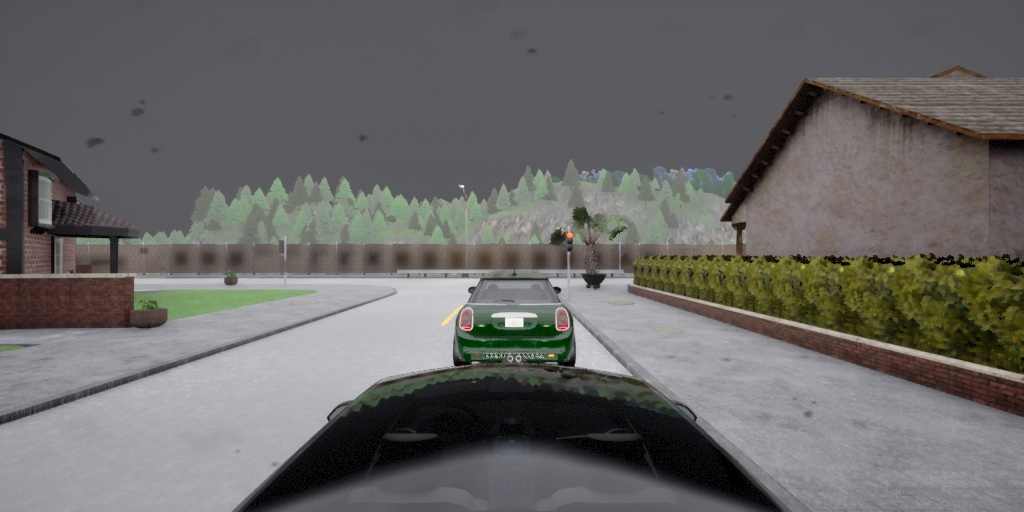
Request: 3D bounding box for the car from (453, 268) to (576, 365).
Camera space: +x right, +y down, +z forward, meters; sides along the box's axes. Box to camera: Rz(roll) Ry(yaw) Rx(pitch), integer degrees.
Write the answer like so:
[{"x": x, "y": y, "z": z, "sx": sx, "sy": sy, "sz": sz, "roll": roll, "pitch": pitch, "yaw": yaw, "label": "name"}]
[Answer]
[{"x": 0.057, "y": 1.102, "z": 7.953, "sx": 2.097, "sy": 1.767, "sz": 4.553, "roll": 0, "pitch": 0, "yaw": 0, "label": "car"}]
